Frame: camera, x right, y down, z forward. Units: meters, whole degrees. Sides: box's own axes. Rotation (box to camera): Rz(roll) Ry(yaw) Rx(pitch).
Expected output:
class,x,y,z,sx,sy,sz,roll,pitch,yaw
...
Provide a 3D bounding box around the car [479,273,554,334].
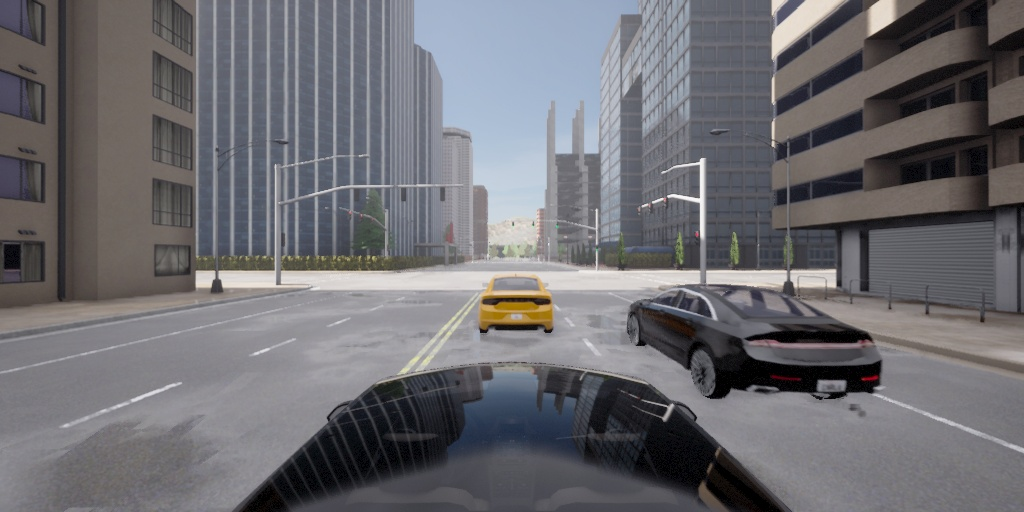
class,x,y,z,sx,sy,sz,roll,pitch,yaw
car,0.106,1.242,10.751,1.882,1.535,5.008,0,0,0

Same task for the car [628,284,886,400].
class,x,y,z,sx,sy,sz,roll,pitch,yaw
car,3.599,1.249,6.457,2.128,1.511,4.902,0,0,0
